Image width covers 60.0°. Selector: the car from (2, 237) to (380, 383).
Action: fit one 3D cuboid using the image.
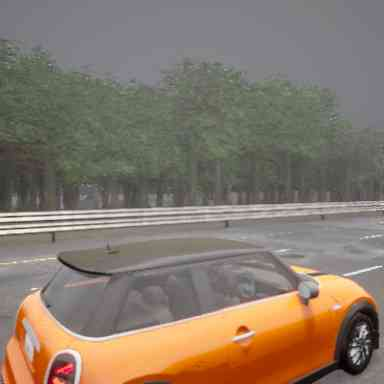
[{"bbox_3d":[0.330,1.353,4.101,4.553,1.767,2.097,0,0,-36],"label":"car"}]
